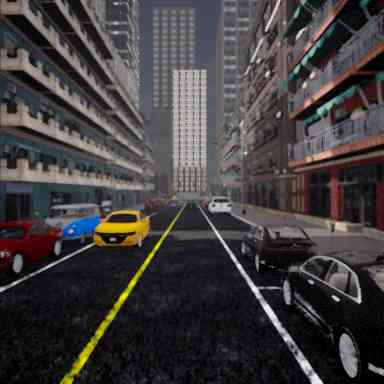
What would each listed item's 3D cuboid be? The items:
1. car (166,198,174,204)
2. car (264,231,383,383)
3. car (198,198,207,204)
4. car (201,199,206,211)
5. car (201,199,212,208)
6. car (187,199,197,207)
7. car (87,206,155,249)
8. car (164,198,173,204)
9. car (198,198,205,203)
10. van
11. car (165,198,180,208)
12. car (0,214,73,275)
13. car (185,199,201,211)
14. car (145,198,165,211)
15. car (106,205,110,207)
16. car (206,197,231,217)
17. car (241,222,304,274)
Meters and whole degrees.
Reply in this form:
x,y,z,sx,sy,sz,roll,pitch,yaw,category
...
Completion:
x,y,z,sx,sy,sz,roll,pitch,yaw,category
-5.787,2.386,88.106,1.887,1.381,4.507,-1,-1,0,car
2.677,1.600,5.252,2.008,1.369,4.403,-1,-1,0,car
2.599,2.332,82.577,1.887,1.381,4.507,-1,-1,0,car
2.633,2.011,49.437,1.887,1.381,4.507,-1,-1,0,car
2.621,2.099,60.654,1.752,1.417,4.829,-1,-1,0,car
-0.066,2.122,65.060,1.837,1.490,4.892,0,-1,0,car
-3.117,1.623,15.640,1.882,1.535,5.008,0,-1,0,car
-5.783,2.227,82.583,1.967,1.590,4.097,-1,-1,0,car
2.588,2.422,93.793,1.752,1.417,4.829,-1,-1,0,car
-5.717,1.493,16.306,1.690,1.788,3.998,-1,-1,0,van
-3.118,2.069,57.518,1.812,1.442,4.674,0,-1,0,car
-5.710,1.646,10.780,1.887,1.381,4.507,0,-1,0,car
-0.045,2.024,48.838,1.994,1.385,4.181,0,-1,0,car
-5.751,1.781,49.444,2.192,1.841,5.009,-1,-1,0,car
-5.722,1.644,21.828,1.967,1.590,4.097,-1,-1,0,car
2.964,1.565,36.228,2.150,2.045,5.566,0,-1,0,car
2.671,1.651,10.775,2.008,1.369,4.403,-1,-1,0,car
